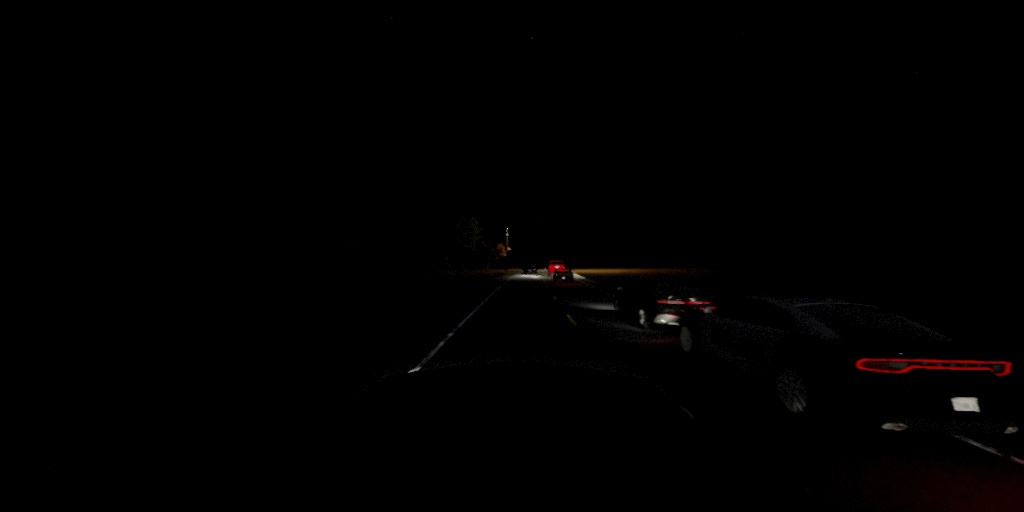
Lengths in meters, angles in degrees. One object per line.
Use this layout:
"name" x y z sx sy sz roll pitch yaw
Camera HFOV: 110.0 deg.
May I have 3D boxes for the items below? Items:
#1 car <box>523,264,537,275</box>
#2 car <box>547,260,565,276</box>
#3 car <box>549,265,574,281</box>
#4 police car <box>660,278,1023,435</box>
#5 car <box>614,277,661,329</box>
"car" 2.554 1.811 50.078 2.128 1.511 4.902 1 -1 5
"car" 5.719 1.561 46.594 2.150 2.045 5.566 1 0 5
"car" 5.014 1.813 35.779 1.895 1.301 4.718 1 -1 4
"police car" 4.605 1.307 6.165 1.930 1.638 5.238 1 -1 2
"car" 4.801 1.456 12.031 1.837 1.490 4.892 1 -1 2
